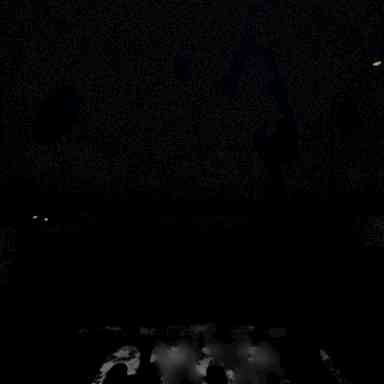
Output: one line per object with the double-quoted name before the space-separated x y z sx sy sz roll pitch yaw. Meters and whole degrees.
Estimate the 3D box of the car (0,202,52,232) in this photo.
"car" -9.547 1.227 17.210 4.181 1.385 1.994 1 2 0
